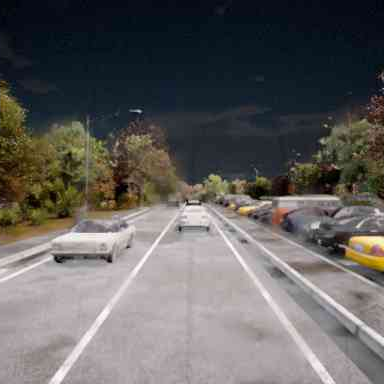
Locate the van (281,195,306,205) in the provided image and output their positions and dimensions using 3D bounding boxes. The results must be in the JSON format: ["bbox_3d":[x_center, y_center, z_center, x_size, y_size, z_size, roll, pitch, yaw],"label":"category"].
[{"bbox_3d":[20.526,1.697,67.117,4.442,1.987,1.878,0,-1,0],"label":"van"}]

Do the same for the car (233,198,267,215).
[{"bbox_3d":[6.911,1.589,31.307,5.366,1.575,1.946,0,0,0],"label":"car"}]

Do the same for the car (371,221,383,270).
[{"bbox_3d":[6.749,1.504,6.453,5.366,1.575,1.946,0,0,0],"label":"car"}]

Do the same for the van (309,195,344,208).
[{"bbox_3d":[20.419,1.455,50.641,4.442,1.987,1.878,0,0,0],"label":"van"}]

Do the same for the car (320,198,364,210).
[{"bbox_3d":[20.260,1.653,44.975,5.008,1.535,2.097,0,0,0],"label":"car"}]

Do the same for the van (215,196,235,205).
[{"bbox_3d":[7.502,1.883,75.704,4.442,1.987,1.878,0,-1,0],"label":"van"}]

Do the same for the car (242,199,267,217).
[{"bbox_3d":[7.049,1.607,28.530,4.792,1.488,2.163,0,0,0],"label":"car"}]

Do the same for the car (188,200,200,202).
[{"bbox_3d":[0.210,1.607,38.554,1.882,1.535,5.008,0,0,0],"label":"car"}]

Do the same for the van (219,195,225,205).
[{"bbox_3d":[7.124,1.476,53.516,4.442,1.987,1.878,0,0,0],"label":"van"}]

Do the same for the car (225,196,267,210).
[{"bbox_3d":[6.965,1.630,39.635,5.366,1.575,1.946,0,0,0],"label":"car"}]

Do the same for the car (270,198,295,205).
[{"bbox_3d":[20.459,2.100,75.547,5.008,1.535,2.097,0,-1,0],"label":"car"}]

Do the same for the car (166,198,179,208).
[{"bbox_3d":[-3.116,1.753,54.829,1.882,1.535,5.008,0,-1,1],"label":"car"}]

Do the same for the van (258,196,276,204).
[{"bbox_3d":[20.690,2.249,92.161,4.442,1.987,1.878,0,-2,0],"label":"van"}]

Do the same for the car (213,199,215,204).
[{"bbox_3d":[7.301,1.963,67.374,4.792,1.488,2.163,0,-1,0],"label":"car"}]

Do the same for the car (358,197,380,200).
[{"bbox_3d":[20.188,1.598,33.895,5.008,1.535,2.097,0,0,0],"label":"car"}]

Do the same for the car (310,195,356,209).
[{"bbox_3d":[20.256,1.416,47.871,5.566,2.045,2.435,0,0,0],"label":"car"}]

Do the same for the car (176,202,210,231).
[{"bbox_3d":[0.139,1.579,20.998,1.812,1.442,4.674,0,0,0],"label":"car"}]

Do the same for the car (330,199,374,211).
[{"bbox_3d":[20.245,1.679,42.204,4.674,1.452,2.002,0,0,0],"label":"car"}]

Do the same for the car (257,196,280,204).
[{"bbox_3d":[20.581,2.146,89.272,5.566,2.045,2.435,0,-2,0],"label":"car"}]

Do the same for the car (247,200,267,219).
[{"bbox_3d":[7.031,1.594,25.753,4.792,1.488,2.163,0,0,0],"label":"car"}]

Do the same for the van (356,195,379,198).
[{"bbox_3d":[20.347,1.400,39.560,4.442,1.987,1.878,0,0,0],"label":"van"}]

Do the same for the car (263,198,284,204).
[{"bbox_3d":[20.511,2.274,83.731,4.892,1.521,2.231,0,-1,0],"label":"car"}]

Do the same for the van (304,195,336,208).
[{"bbox_3d":[20.436,1.468,53.286,4.442,1.987,1.878,0,0,0],"label":"van"}]

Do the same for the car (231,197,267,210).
[{"bbox_3d":[7.126,1.620,36.858,4.892,1.521,2.231,0,0,0],"label":"car"}]

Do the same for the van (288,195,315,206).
[{"bbox_3d":[20.256,1.581,61.581,4.442,1.987,1.878,0,-1,0],"label":"van"}]

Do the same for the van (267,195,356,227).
[{"bbox_3d":[7.141,1.311,20.202,4.442,1.987,1.878,0,0,0],"label":"van"}]

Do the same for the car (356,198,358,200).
[{"bbox_3d":[20.215,1.653,36.789,4.674,1.452,2.002,0,0,0],"label":"car"}]

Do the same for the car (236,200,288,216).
[{"bbox_3d":[7.121,1.606,34.081,4.892,1.521,2.231,0,0,0],"label":"car"}]

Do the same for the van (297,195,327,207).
[{"bbox_3d":[20.221,1.483,56.190,4.442,1.987,1.878,0,-1,0],"label":"van"}]

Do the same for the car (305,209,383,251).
[{"bbox_3d":[6.964,1.505,11.872,4.892,1.521,2.231,0,0,0],"label":"car"}]

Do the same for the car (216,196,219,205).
[{"bbox_3d":[7.287,1.464,56.292,5.566,2.045,2.435,0,0,0],"label":"car"}]

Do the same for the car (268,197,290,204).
[{"bbox_3d":[20.450,2.031,78.195,4.553,1.767,2.185,0,-1,0],"label":"car"}]

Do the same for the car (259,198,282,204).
[{"bbox_3d":[20.350,2.330,86.499,5.366,1.575,1.946,0,-1,0],"label":"car"}]

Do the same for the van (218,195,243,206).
[{"bbox_3d":[7.178,1.591,61.827,4.442,1.987,1.878,0,-1,0],"label":"van"}]

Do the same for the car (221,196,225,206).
[{"bbox_3d":[7.199,1.674,47.962,5.008,1.535,2.097,0,0,0],"label":"car"}]

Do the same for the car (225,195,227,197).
[{"bbox_3d":[7.155,1.535,45.187,4.553,1.767,2.185,0,0,0],"label":"car"}]

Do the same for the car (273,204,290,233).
[{"bbox_3d":[7.036,1.552,17.424,4.792,1.488,2.163,0,0,0],"label":"car"}]

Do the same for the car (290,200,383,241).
[{"bbox_3d":[7.019,1.386,14.652,4.553,1.767,2.185,0,0,0],"label":"car"}]

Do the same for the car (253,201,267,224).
[{"bbox_3d":[7.013,1.580,22.977,4.792,1.488,2.163,0,0,0],"label":"car"}]

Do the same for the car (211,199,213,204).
[{"bbox_3d":[7.372,2.050,72.924,5.008,1.535,2.097,0,-1,0],"label":"car"}]

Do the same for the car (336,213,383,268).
[{"bbox_3d":[7.137,1.499,9.103,5.366,1.575,1.946,0,0,0],"label":"car"}]

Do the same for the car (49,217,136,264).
[{"bbox_3d":[-3.335,1.628,12.018,1.895,1.301,4.718,0,0,0],"label":"car"}]

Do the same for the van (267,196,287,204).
[{"bbox_3d":[20.616,1.989,80.965,4.442,1.987,1.878,0,-1,0],"label":"van"}]
